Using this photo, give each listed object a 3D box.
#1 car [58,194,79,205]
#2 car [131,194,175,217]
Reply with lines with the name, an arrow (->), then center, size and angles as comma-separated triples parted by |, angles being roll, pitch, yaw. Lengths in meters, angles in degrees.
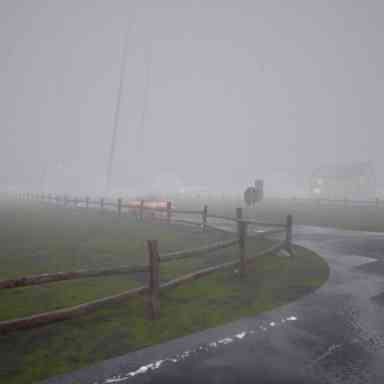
car -> -17.791, 1.035, 47.638 | 2.033, 1.411, 5.357 | 1, 0, -36
car -> -3.312, 1.100, 27.813 | 2.097, 1.767, 4.553 | 1, 0, -36
